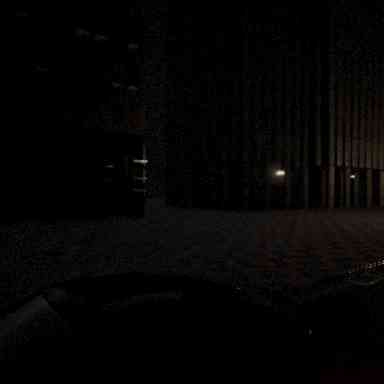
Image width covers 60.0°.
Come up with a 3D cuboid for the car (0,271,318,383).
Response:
[{"bbox_3d":[-0.832,1.525,2.789,4.674,1.442,1.812,0,0,-36],"label":"car"}]
